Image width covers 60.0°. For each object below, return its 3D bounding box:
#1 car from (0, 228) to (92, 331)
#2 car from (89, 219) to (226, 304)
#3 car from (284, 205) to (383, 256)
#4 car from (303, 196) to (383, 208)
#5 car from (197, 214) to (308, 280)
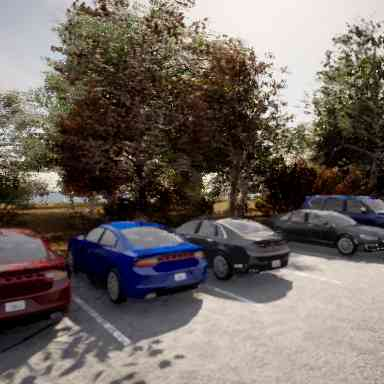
[{"bbox_3d":[-3.954,1.479,6.760,2.097,1.535,5.008,0,0,-36],"label":"car"},{"bbox_3d":[-1.655,1.476,8.400,2.097,1.535,5.008,0,0,-36],"label":"car"},{"bbox_3d":[5.232,1.464,13.332,2.231,1.521,4.892,0,0,-36],"label":"car"},{"bbox_3d":[7.449,1.206,14.872,2.435,2.045,5.566,0,0,-36],"label":"car"},{"bbox_3d":[0.643,1.474,10.041,2.231,1.521,4.892,0,0,-36],"label":"car"}]
